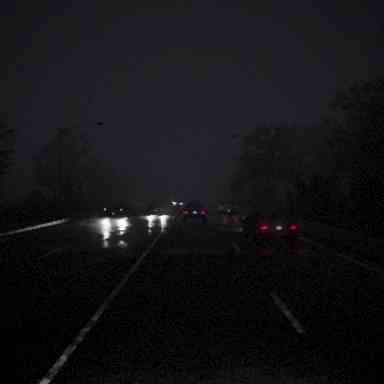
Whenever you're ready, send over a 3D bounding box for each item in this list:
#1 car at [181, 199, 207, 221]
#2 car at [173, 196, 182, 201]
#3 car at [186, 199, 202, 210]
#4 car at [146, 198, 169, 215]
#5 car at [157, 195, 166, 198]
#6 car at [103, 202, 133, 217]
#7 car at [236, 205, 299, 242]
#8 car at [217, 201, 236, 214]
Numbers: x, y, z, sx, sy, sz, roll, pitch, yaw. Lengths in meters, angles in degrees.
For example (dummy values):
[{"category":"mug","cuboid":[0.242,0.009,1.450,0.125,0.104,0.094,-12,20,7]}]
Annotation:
[{"category":"car","cuboid":[0.216,1.555,26.913,2.033,1.411,5.357,0,0,0]},{"category":"car","cuboid":[-3.171,1.525,74.830,1.895,1.301,4.718,0,0,0]},{"category":"car","cuboid":[0.286,1.576,43.096,1.994,1.385,4.181,0,0,0]},{"category":"car","cuboid":[-3.452,1.572,33.603,1.994,1.385,4.181,0,0,0]},{"category":"car","cuboid":[-6.678,1.470,73.087,1.882,1.535,5.008,0,0,0]},{"category":"car","cuboid":[-6.963,1.608,31.547,1.895,1.301,4.718,0,0,0]},{"category":"car","cuboid":[3.667,1.553,16.448,2.033,1.411,5.357,0,0,0]},{"category":"car","cuboid":[3.756,1.612,36.122,1.895,1.301,4.718,0,0,0]}]
